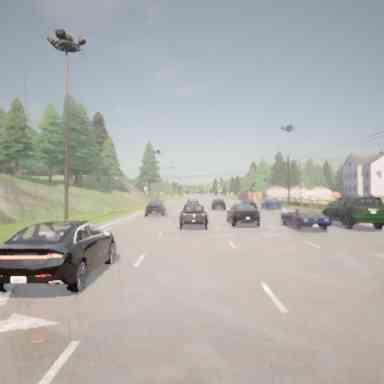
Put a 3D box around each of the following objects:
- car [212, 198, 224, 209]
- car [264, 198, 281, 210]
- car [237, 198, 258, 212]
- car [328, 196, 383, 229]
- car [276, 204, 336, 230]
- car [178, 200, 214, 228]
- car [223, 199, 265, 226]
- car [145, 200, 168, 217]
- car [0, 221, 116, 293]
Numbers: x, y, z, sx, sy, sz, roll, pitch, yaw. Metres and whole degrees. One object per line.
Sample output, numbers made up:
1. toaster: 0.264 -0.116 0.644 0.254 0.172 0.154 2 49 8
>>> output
1. car: 3.596 1.641 46.075 1.837 1.490 4.892 0 0 0
2. car: 10.593 1.610 44.947 1.882 1.535 5.008 0 0 0
3. car: 7.088 1.632 42.823 1.837 1.490 4.892 0 0 0
4. car: 10.604 1.285 22.123 2.150 2.045 5.566 0 0 0
5. car: 7.104 1.664 21.308 1.895 1.301 4.718 0 0 0
6. car: 0.105 1.558 22.466 2.128 1.511 4.902 0 0 0
7. car: 3.605 1.548 23.939 1.882 1.535 5.008 0 0 0
8. car: -3.492 1.604 32.847 1.837 1.490 4.892 0 0 0
9. car: -3.399 1.518 8.953 2.128 1.511 4.902 0 0 0
